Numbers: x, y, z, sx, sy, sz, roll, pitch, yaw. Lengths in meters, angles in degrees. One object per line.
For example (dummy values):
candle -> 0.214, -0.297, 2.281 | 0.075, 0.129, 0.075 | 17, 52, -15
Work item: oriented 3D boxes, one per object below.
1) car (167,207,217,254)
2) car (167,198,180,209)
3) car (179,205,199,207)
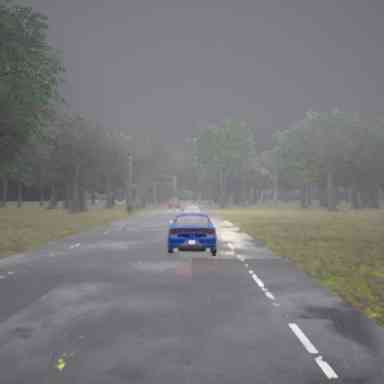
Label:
car -> 0.023, 1.646, 14.254 | 1.882, 1.535, 5.008 | 0, 0, 1
car -> -3.538, 2.241, 64.989 | 2.150, 2.045, 5.566 | 0, -1, 0
car -> 0.013, 1.909, 28.901 | 1.812, 1.442, 4.674 | 0, -1, 1
